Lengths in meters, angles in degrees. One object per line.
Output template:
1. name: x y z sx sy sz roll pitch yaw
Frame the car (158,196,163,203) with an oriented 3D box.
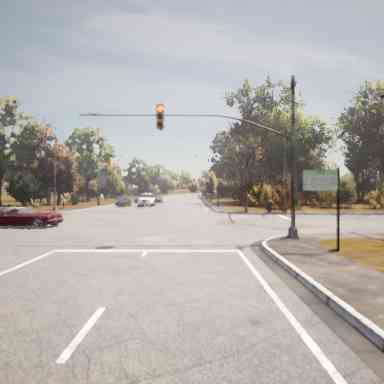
1. car: -6.857 1.549 67.058 2.033 1.411 5.357 0 0 0

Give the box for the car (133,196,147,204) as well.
1. car: -10.362 1.564 66.674 1.994 1.385 4.181 0 0 1

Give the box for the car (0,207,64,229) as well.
1. car: -10.738 1.607 21.169 4.718 1.301 1.895 0 0 6

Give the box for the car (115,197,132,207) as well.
1. car: -10.472 1.504 50.837 1.837 1.490 4.892 0 0 0

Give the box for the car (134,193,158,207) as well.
1. car: -6.978 1.219 51.024 2.150 2.045 5.566 0 1 0
